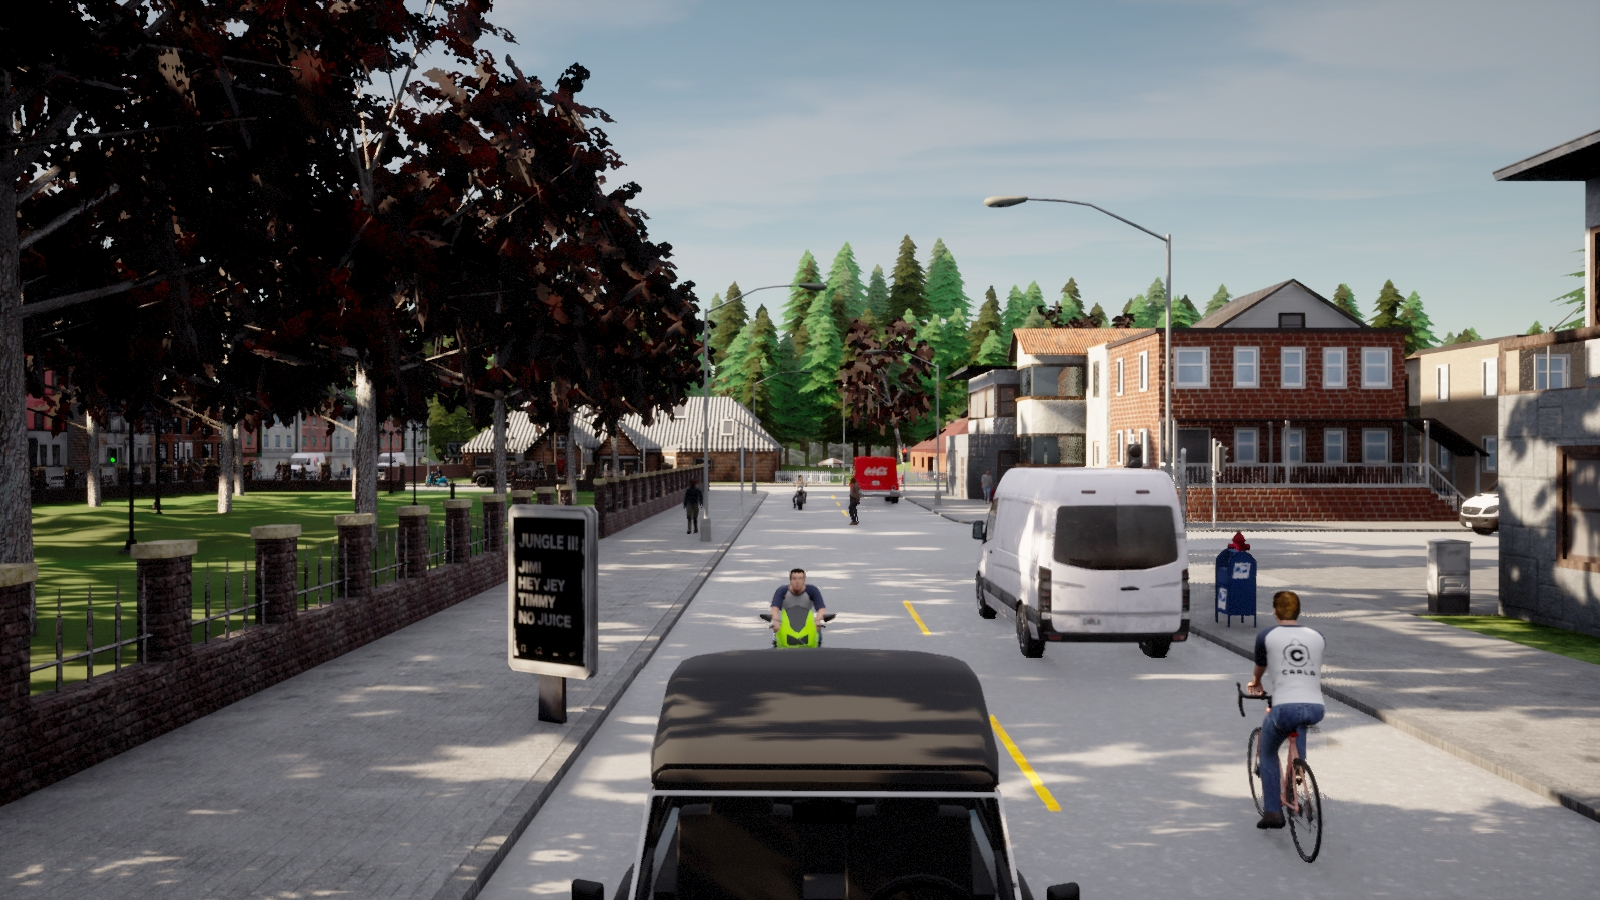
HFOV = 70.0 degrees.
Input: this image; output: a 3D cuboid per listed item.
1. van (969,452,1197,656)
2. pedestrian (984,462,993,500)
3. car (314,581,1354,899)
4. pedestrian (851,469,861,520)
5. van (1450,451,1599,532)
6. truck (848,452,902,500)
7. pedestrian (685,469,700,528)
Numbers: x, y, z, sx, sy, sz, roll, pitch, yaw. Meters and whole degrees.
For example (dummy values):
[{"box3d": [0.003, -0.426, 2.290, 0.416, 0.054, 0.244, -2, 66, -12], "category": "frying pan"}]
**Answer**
[{"box3d": [3.995, 1.322, 17.344, 1.988, 2.561, 5.915, 0, 0, 0], "category": "van"}, {"box3d": [9.295, 1.547, 56.399, 0.375, 1.860, 0.375, 0, 0, -2], "category": "pedestrian"}, {"box3d": [0.090, 1.637, 4.034, 1.905, 1.878, 3.866, 0, 0, 1], "category": "car"}, {"box3d": [2.071, 1.645, 42.009, 0.375, 1.860, 0.375, 0, 0, 4], "category": "pedestrian"}, {"box3d": [24.712, 1.329, 37.232, 5.915, 2.561, 1.988, 0, 0, 0], "category": "van"}, {"box3d": [3.969, 1.372, 61.570, 2.627, 2.467, 5.204, 0, 0, 1], "category": "truck"}, {"box3d": [-3.420, 1.540, 36.402, 0.375, 1.860, 0.375, 0, 0, 10], "category": "pedestrian"}]
